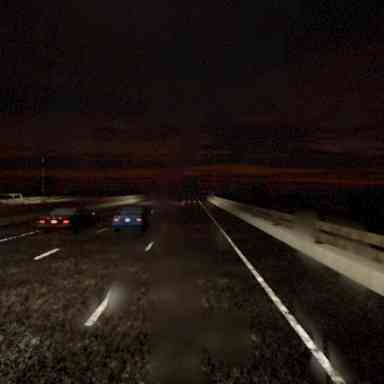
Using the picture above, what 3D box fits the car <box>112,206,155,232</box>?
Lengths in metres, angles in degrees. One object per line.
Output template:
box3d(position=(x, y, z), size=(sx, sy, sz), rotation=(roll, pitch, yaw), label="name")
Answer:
box3d(position=(-3.406, 1.540, 20.077), size=(2.033, 1.411, 5.357), rotation=(0, 0, 0), label="car")

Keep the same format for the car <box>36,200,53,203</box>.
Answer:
box3d(position=(-17.603, 1.576, 39.513), size=(1.895, 1.301, 4.718), rotation=(0, 0, 0), label="car")

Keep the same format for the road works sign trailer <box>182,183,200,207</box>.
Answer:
box3d(position=(-0.014, 0.427, 51.586), size=(2.380, 3.560, 2.880), rotation=(0, 0, 0), label="road works sign trailer")

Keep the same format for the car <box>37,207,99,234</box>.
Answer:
box3d(position=(-6.907, 1.540, 19.153), size=(2.033, 1.411, 5.357), rotation=(0, 0, 0), label="car")

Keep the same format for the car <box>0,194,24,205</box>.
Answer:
box3d(position=(-21.102, 1.198, 37.475), size=(2.150, 2.045, 5.566), rotation=(0, 0, 0), label="car")
